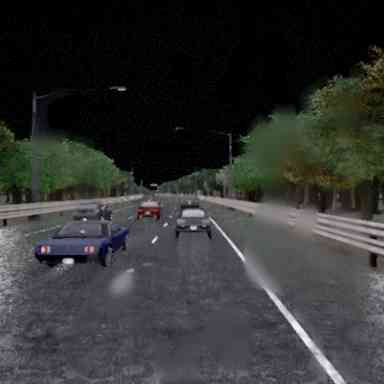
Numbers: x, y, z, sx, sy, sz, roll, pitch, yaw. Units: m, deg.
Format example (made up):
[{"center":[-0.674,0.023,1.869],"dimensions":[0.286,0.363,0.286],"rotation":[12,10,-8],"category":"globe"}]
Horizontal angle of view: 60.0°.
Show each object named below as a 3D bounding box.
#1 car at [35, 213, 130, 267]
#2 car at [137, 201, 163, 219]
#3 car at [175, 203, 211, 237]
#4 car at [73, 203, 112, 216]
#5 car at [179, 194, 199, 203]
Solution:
[{"center":[-3.405,1.619,11.376],"dimensions":[1.895,1.301,4.718],"rotation":[0,0,0],"category":"car"},{"center":[-3.603,1.525,29.217],"dimensions":[1.882,1.535,5.008],"rotation":[0,0,-1],"category":"car"},{"center":[0.053,1.555,18.253],"dimensions":[1.812,1.442,4.674],"rotation":[0,0,0],"category":"car"},{"center":[-7.014,1.543,23.921],"dimensions":[1.837,1.490,4.892],"rotation":[0,0,-1],"category":"car"},{"center":[-0.340,1.287,39.159],"dimensions":[2.150,2.045,5.566],"rotation":[0,0,-2],"category":"car"}]
